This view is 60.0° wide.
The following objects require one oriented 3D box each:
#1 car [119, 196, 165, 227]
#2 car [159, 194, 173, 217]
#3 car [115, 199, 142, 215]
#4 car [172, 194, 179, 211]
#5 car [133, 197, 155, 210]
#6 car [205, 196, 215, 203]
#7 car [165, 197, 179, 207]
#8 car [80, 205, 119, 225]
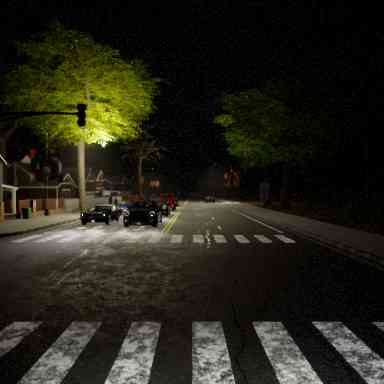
[{"bbox_3d":[-3.240,1.345,22.531,2.097,1.767,4.553,0,0,0],"label":"car"},{"bbox_3d":[-3.197,1.344,31.389,2.097,1.767,4.553,0,0,0],"label":"car"},{"bbox_3d":[-6.422,1.518,34.200,1.812,1.442,4.674,0,0,0],"label":"car"},{"bbox_3d":[-3.148,1.215,41.223,2.150,2.045,5.566,0,0,0],"label":"car"},{"bbox_3d":[-6.374,1.486,44.640,2.128,1.511,4.902,0,0,1],"label":"car"},{"bbox_3d":[3.669,1.505,67.644,1.837,1.490,4.892,0,0,1],"label":"car"},{"bbox_3d":[-3.062,1.500,51.662,1.837,1.490,4.892,0,0,1],"label":"car"},{"bbox_3d":[-6.482,1.594,24.028,1.895,1.301,4.718,0,0,0],"label":"car"}]
